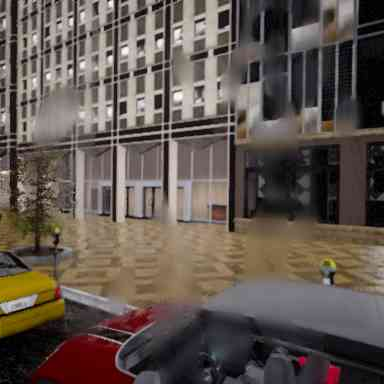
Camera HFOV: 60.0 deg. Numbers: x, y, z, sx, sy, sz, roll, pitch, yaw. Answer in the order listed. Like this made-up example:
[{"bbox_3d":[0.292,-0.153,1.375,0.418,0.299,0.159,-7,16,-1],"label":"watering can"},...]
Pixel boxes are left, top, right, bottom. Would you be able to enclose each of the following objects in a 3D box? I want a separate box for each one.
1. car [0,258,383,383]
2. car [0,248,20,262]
[{"bbox_3d":[0.533,1.434,2.484,4.097,1.590,1.967,0,1,36],"label":"car"},{"bbox_3d":[-4.231,1.483,5.885,4.829,1.417,1.752,0,1,36],"label":"car"}]
